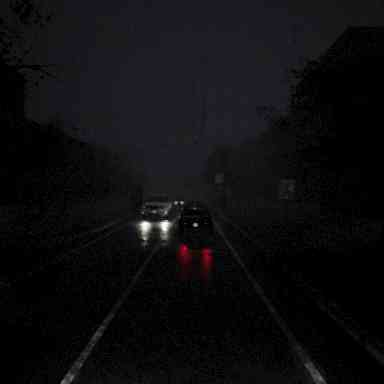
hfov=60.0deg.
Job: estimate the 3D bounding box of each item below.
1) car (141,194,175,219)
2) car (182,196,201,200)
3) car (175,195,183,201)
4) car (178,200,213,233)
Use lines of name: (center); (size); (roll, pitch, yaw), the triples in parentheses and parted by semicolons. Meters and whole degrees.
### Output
car: (-2.956, 1.193, 28.786); (2.150, 2.045, 5.566); (0, 0, 0)
car: (0.281, 1.454, 36.185); (2.128, 1.511, 4.902); (0, 0, 0)
car: (-2.651, 1.296, 69.461); (1.994, 1.385, 4.181); (0, 1, 0)
car: (0.197, 1.472, 19.640); (2.128, 1.511, 4.902); (0, 0, 0)
